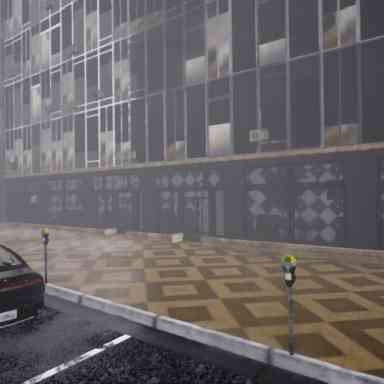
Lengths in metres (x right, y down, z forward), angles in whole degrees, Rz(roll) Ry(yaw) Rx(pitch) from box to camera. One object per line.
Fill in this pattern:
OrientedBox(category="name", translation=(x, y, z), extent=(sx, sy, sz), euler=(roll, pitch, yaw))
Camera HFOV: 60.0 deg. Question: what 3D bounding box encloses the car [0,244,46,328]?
OrientedBox(category="car", translation=(-4.424, 1.553, 6.062), extent=(4.403, 1.369, 2.008), euler=(0, -1, 36))
